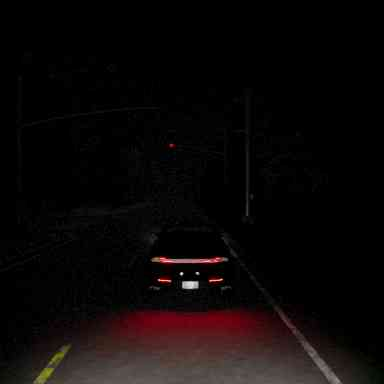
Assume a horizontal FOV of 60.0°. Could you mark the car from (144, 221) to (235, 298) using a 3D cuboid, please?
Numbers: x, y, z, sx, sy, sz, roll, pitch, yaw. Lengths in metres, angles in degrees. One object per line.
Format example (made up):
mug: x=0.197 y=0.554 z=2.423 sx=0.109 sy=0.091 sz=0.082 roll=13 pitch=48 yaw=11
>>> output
car: x=-0.071 y=1.492 z=8.530 sx=2.128 sy=1.511 sz=4.902 roll=0 pitch=0 yaw=-1
